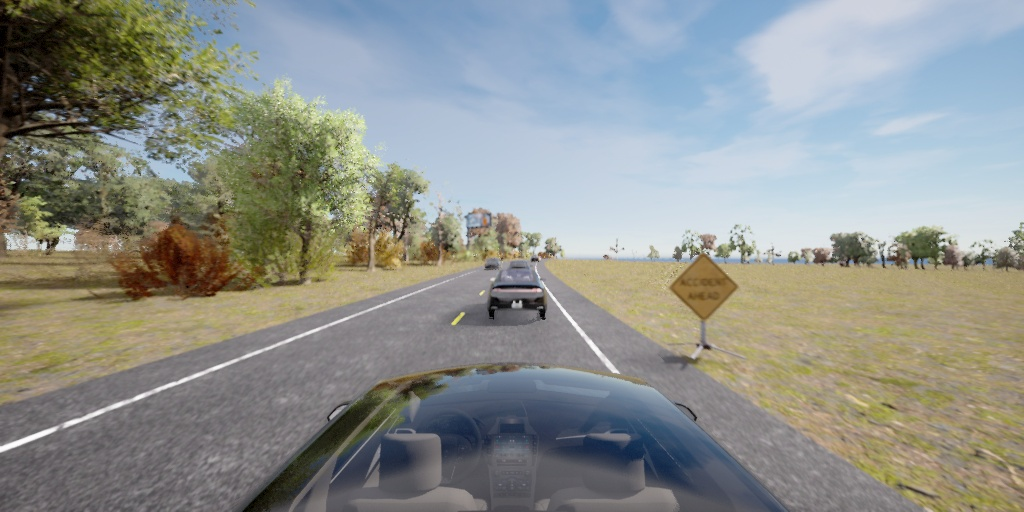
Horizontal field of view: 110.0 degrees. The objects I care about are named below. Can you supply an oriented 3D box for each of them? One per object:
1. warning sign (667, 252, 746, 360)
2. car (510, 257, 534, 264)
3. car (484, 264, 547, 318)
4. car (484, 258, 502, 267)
[{"bbox_3d":[3.568,0.853,6.683,1.300,1.860,1.060,0,0,0],"label":"warning sign"},{"bbox_3d":[0.578,1.106,28.215,1.837,1.490,4.892,0,0,2],"label":"car"},{"bbox_3d":[0.191,1.200,12.725,2.128,1.511,4.902,0,0,1],"label":"car"},{"bbox_3d":[-2.331,0.976,44.995,1.837,1.490,4.892,0,0,3],"label":"car"}]
